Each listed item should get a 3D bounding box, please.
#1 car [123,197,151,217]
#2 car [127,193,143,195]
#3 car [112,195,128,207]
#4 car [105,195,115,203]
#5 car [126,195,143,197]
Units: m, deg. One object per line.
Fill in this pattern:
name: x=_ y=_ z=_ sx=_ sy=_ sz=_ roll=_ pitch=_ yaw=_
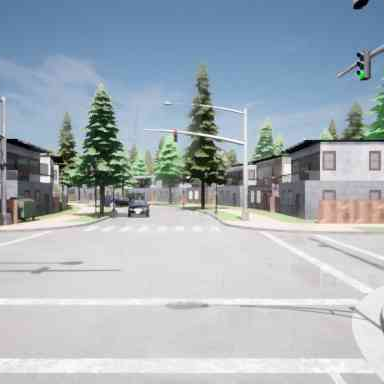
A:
car: x=-4.851 y=1.457 z=30.609 sx=2.128 sy=1.511 sz=4.902 roll=0 pitch=0 yaw=-7
car: x=-10.414 y=1.187 z=58.481 sx=2.150 sy=2.045 sz=5.566 roll=0 pitch=0 yaw=-36
car: x=-10.278 y=1.566 z=50.326 sx=1.895 sy=1.301 sz=4.718 roll=0 pitch=0 yaw=-25
car: x=-16.533 y=1.317 z=66.822 sx=2.097 sy=1.767 sz=4.553 roll=0 pitch=0 yaw=-45
car: x=-6.694 y=1.491 z=40.452 sx=1.812 sy=1.442 sz=4.674 roll=0 pitch=0 yaw=-16
